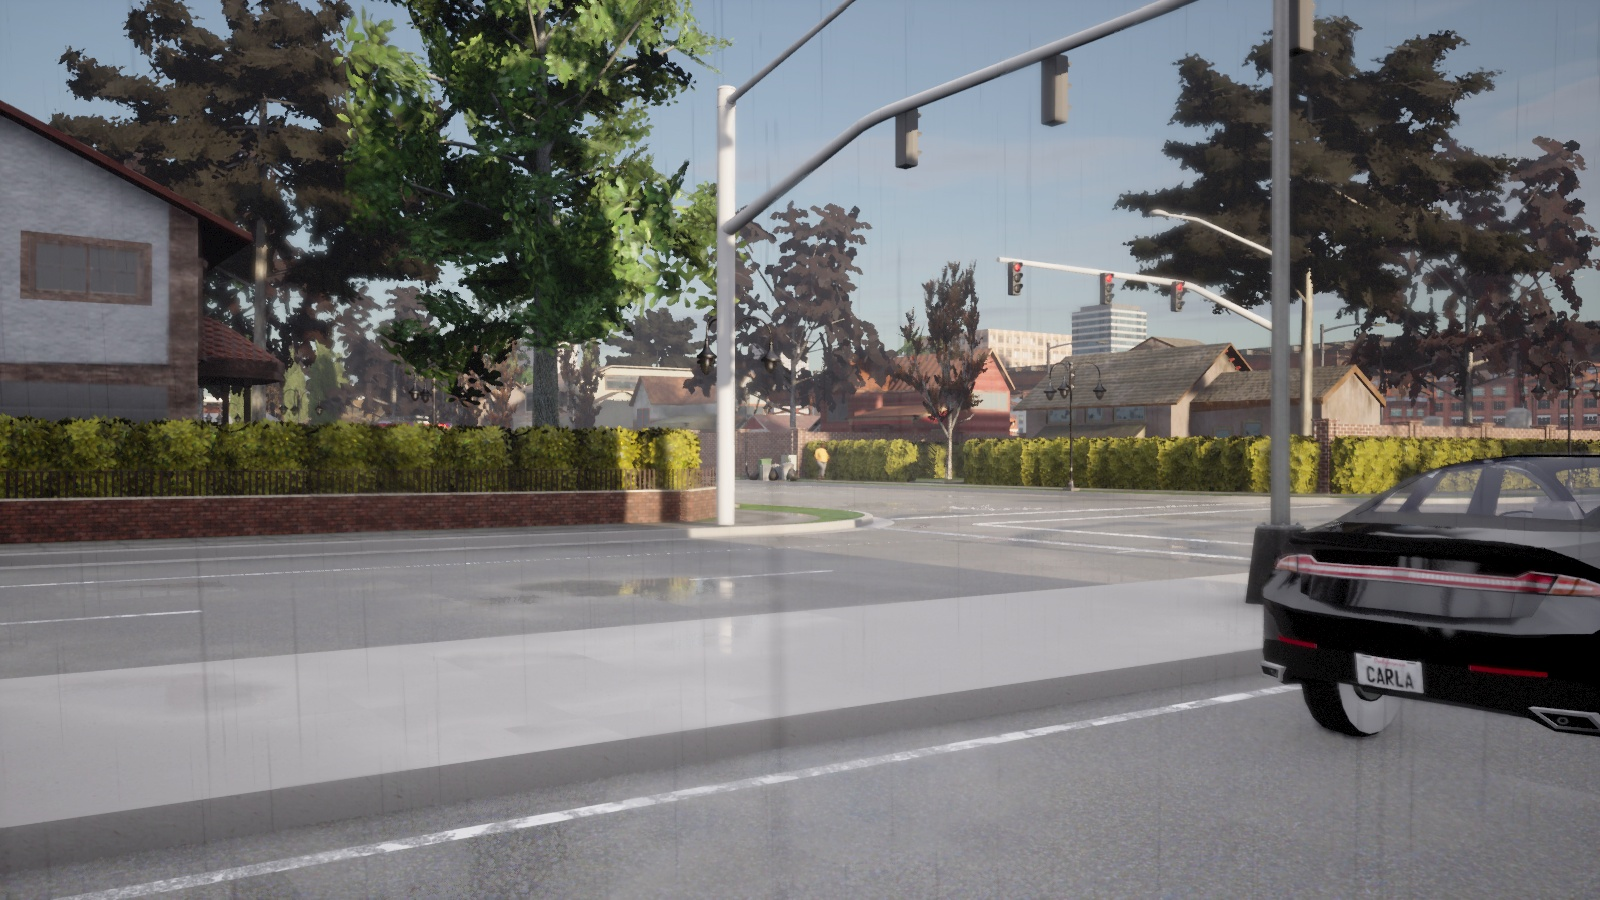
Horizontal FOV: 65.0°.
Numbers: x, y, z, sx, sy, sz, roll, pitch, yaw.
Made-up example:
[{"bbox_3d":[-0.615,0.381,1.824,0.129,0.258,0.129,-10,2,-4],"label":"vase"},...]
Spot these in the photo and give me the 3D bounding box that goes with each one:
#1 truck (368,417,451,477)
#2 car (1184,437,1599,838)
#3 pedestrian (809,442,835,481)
[{"bbox_3d":[-26.437,-0.191,84.786,2.891,3.827,8.468,0,0,-35],"label":"truck"},{"bbox_3d":[4.548,0.708,6.824,4.902,1.511,2.128,0,0,-35],"label":"car"},{"bbox_3d":[1.058,0.555,60.436,0.874,1.855,0.900,0,0,-34],"label":"pedestrian"}]
